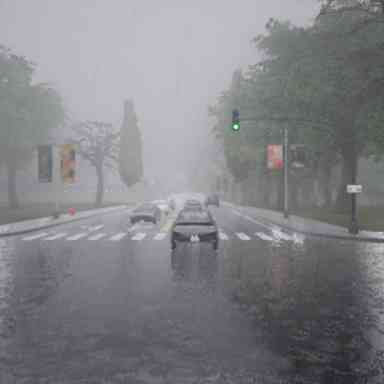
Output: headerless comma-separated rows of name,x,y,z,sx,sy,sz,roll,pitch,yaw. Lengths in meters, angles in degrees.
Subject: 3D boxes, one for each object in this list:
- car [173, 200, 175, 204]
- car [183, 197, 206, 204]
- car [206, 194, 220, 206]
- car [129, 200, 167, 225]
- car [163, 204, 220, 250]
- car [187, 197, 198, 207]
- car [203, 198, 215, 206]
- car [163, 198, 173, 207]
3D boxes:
car,-3.255,1.625,44.795,2.128,1.511,4.902,0,0,0
car,0.095,1.560,35.273,2.128,1.511,4.902,0,0,0
car,3.244,1.420,53.887,2.150,2.045,5.566,0,0,0
car,-3.348,1.585,25.031,2.033,1.411,5.357,0,0,0
car,0.103,1.498,14.413,2.128,1.511,4.902,0,0,0
car,0.046,1.728,59.653,1.882,1.535,5.008,0,0,0
car,3.242,1.832,64.274,2.033,1.411,5.357,0,0,0
car,-3.311,1.594,34.360,1.812,1.442,4.674,0,0,0
